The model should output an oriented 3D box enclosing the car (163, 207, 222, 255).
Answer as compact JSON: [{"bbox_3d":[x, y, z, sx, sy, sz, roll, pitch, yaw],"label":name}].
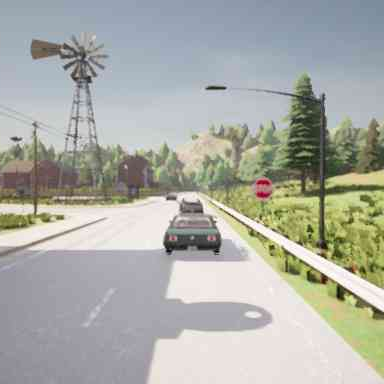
[{"bbox_3d":[0.035,1.458,12.626,1.895,1.301,4.718,0,1,1],"label":"car"}]

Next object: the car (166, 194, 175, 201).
[{"bbox_3d":[-3.540,0.951,57.926,1.895,1.301,4.718,0,1,1],"label":"car"}]

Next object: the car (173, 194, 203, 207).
[{"bbox_3d":[-0.190,1.189,26.957,2.128,1.511,4.902,0,1,-5],"label":"car"}]
